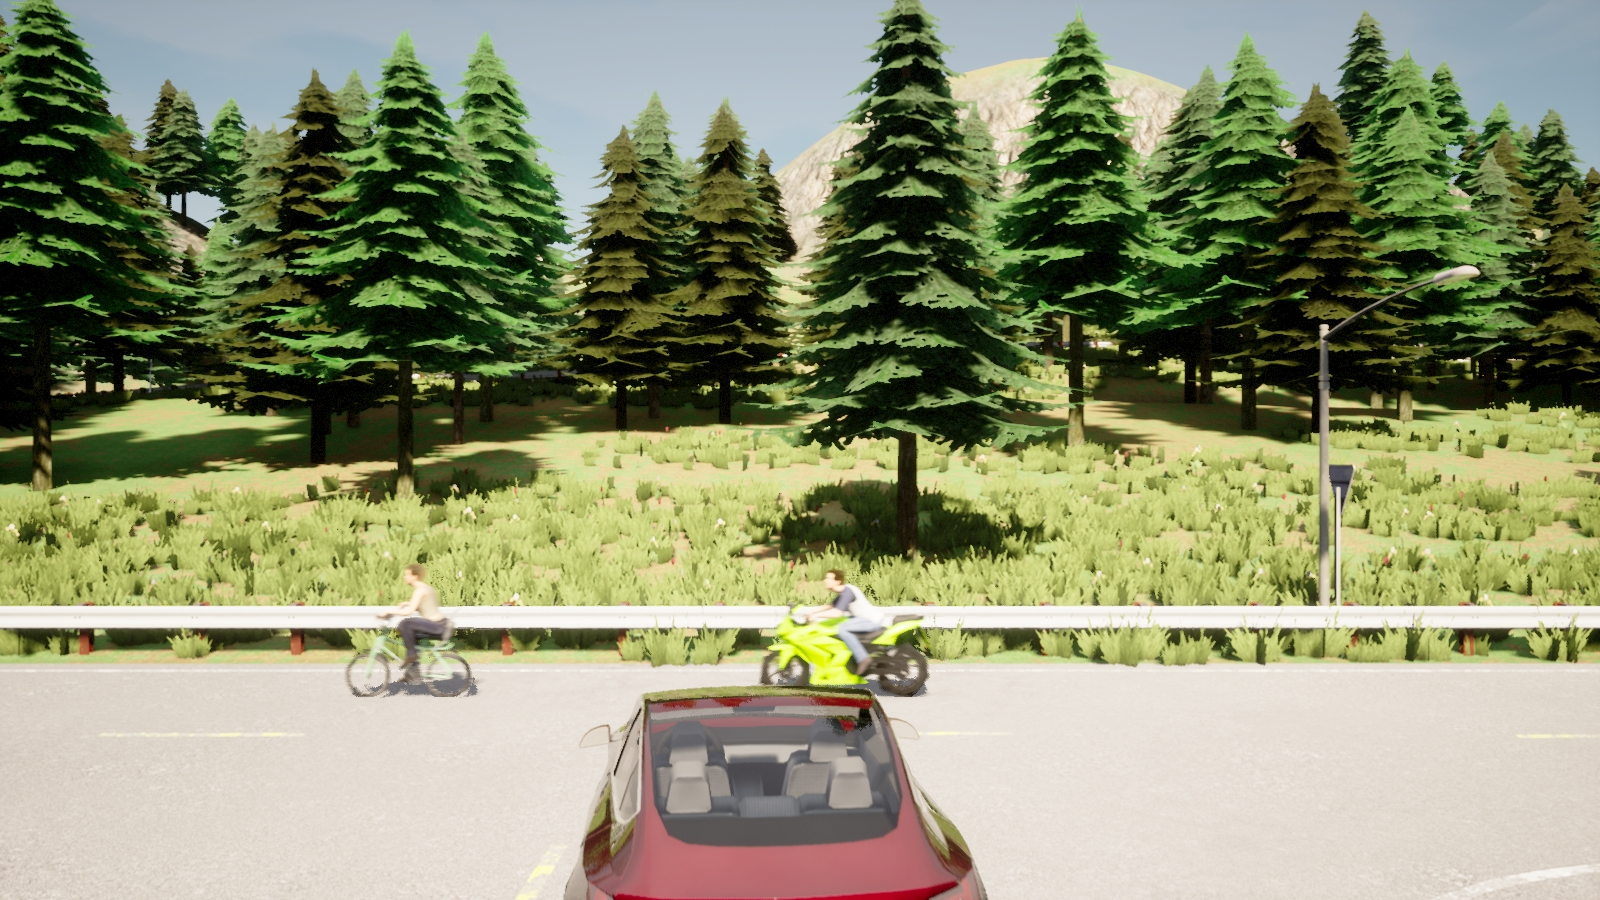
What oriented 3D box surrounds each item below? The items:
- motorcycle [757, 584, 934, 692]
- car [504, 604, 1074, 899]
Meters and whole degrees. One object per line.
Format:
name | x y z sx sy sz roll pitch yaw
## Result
motorcycle | 0.522 2.202 13.497 2.033 1.145 0.803 0 -1 0
car | -0.249 1.953 6.694 2.163 1.488 4.792 0 -1 -6
